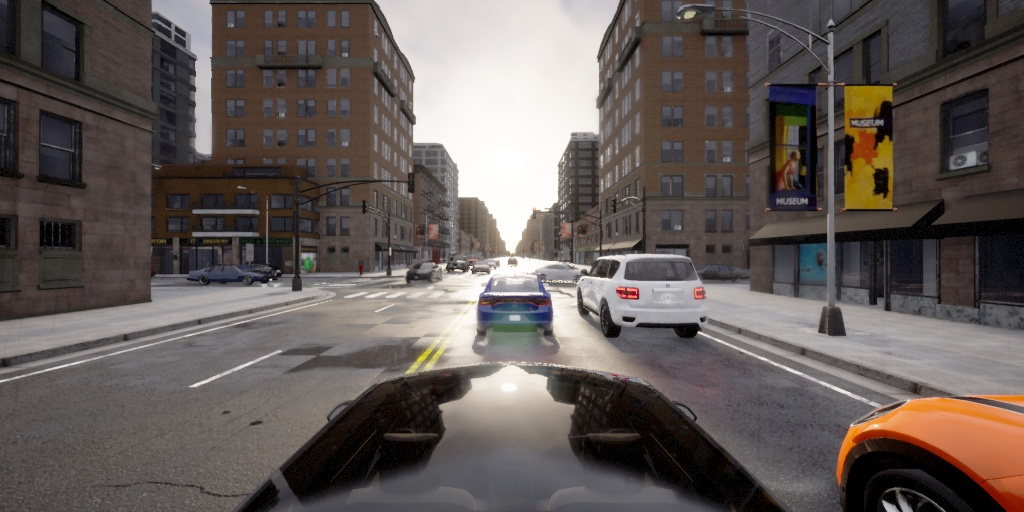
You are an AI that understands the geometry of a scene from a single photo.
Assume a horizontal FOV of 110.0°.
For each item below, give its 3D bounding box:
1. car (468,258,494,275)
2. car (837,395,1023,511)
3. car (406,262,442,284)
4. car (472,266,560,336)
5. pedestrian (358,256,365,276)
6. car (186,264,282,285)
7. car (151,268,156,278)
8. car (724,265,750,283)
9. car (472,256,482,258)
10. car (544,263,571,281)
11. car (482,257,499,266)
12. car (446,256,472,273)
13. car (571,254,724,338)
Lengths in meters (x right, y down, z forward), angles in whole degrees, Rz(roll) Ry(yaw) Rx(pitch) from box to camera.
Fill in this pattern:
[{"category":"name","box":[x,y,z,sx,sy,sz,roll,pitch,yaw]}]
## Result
[{"category":"car","box":[-3.346,1.275,39.244,1.812,1.442,4.674,0,0,0]},{"category":"car","box":[3.344,1.102,0.618,2.097,1.767,4.553,0,0,0]},{"category":"car","box":[-6.594,1.234,27.255,1.882,1.535,5.008,0,0,0]},{"category":"car","box":[0.083,1.228,10.467,1.882,1.535,5.008,0,0,0]},{"category":"pedestrian","box":[-14.134,0.919,33.590,0.375,1.860,0.375,0,0,0]},{"category":"car","box":[-19.642,1.290,25.257,5.357,1.411,2.033,0,0,0]},{"category":"car","box":[-33.140,1.343,30.816,4.207,1.307,1.802,0,0,0]},{"category":"car","box":[15.848,1.338,28.364,5.357,1.411,2.033,0,0,0]},{"category":"car","box":[-6.562,0.968,61.126,2.150,2.045,5.566,0,0,1]},{"category":"car","box":[3.826,1.277,26.926,4.674,1.442,1.812,0,1,27]},{"category":"car","box":[-3.329,1.271,53.663,1.812,1.442,4.674,0,0,0]},{"category":"car","box":[-6.592,0.969,44.024,2.150,2.045,5.566,0,0,0]},{"category":"car","box":[3.334,0.972,10.328,2.150,2.045,5.566,0,0,0]}]
